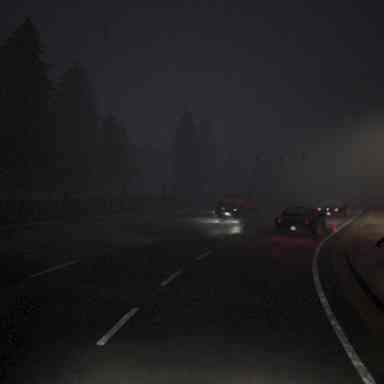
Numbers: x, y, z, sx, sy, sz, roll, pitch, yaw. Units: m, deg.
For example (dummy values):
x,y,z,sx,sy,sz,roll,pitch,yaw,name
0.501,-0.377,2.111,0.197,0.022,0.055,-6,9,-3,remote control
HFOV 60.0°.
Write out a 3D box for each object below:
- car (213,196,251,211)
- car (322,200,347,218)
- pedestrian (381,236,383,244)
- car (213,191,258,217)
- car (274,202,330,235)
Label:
x,y,z,sx,sy,sz,roll,pitch,yaw,name
4.464,1.205,36.151,2.033,1.411,5.357,0,1,31,car
11.506,1.347,27.265,1.895,1.301,4.718,0,1,31,car
4.003,1.080,6.493,0.375,1.860,0.375,0,1,14,pedestrian
3.893,0.954,28.506,2.150,2.045,5.566,0,0,31,car
5.964,1.432,17.892,1.895,1.301,4.718,0,1,30,car
